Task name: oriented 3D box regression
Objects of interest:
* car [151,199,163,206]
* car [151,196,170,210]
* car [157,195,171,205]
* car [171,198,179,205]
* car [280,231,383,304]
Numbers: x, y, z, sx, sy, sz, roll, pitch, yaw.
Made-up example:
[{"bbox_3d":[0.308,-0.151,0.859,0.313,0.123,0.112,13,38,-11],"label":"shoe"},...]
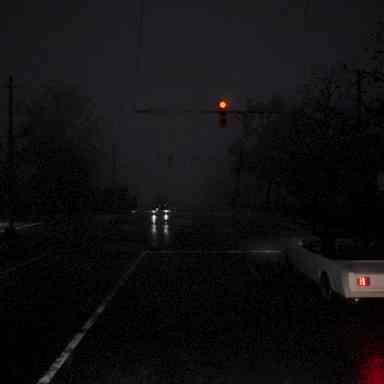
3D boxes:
[{"bbox_3d":[-7.319,2.122,68.722,1.994,1.385,4.181,0,-1,-13],"label":"car"},{"bbox_3d":[-4.102,1.583,43.509,1.837,1.490,4.892,0,-1,-3],"label":"car"},{"bbox_3d":[-5.038,1.471,54.796,2.150,2.045,5.566,0,-1,-7],"label":"car"},{"bbox_3d":[-4.994,2.126,73.582,1.882,1.535,5.008,0,-1,-19],"label":"car"},{"bbox_3d":[3.594,1.601,8.107,1.895,1.301,4.718,0,0,0],"label":"car"}]
